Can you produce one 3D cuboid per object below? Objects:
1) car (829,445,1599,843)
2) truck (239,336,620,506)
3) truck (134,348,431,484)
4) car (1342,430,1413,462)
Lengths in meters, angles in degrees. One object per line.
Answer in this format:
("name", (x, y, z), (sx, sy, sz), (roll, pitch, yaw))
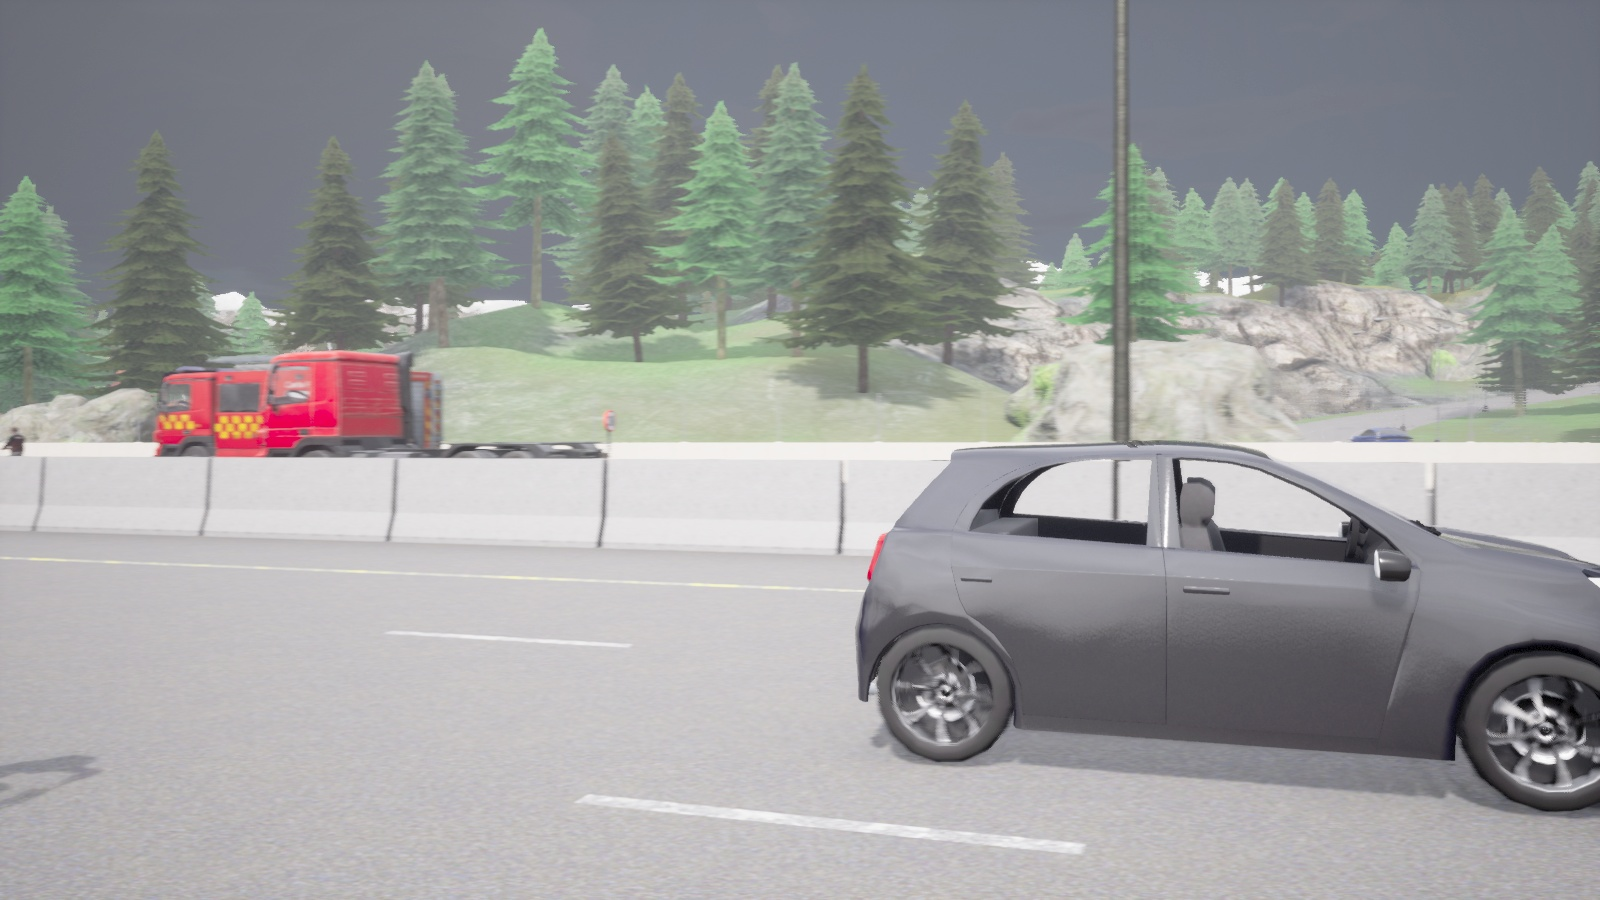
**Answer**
("car", (2.153, 0.750, 6.161), (3.633, 1.501, 1.845), (1, 1, 19))
("truck", (-8.277, -0.638, 28.128), (7.936, 3.462, 2.891), (1, 1, 18))
("truck", (-15.651, -1.006, 37.981), (8.468, 3.827, 2.891), (1, 1, 19))
("car", (30.916, -0.242, 67.364), (1.882, 1.535, 5.008), (0, 2, 5))
